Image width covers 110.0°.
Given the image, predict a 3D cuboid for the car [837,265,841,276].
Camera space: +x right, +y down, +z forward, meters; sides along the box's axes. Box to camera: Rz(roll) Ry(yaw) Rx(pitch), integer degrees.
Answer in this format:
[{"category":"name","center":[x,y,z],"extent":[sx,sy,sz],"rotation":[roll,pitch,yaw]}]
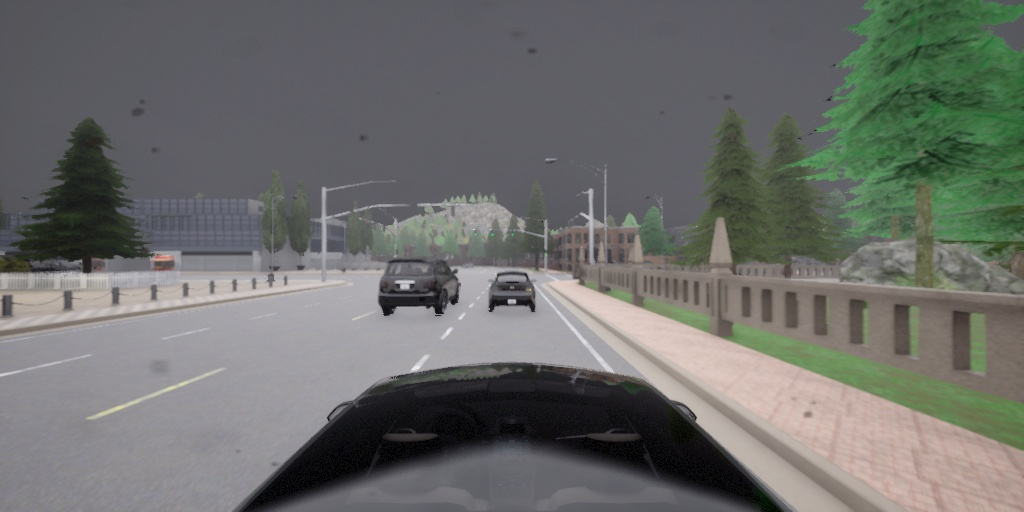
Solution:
[{"category":"car","center":[37.862,1.501,38.778],"extent":[4.553,1.767,2.097],"rotation":[0,-1,0]}]

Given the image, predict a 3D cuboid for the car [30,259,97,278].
[{"category":"car","center":[-48.408,1.365,38.632],"extent":[5.566,2.045,2.150],"rotation":[0,-1,0]}]

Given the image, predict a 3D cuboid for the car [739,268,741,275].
[{"category":"car","center":[31.166,1.825,45.788],"extent":[4.718,1.301,1.895],"rotation":[0,-1,0]}]

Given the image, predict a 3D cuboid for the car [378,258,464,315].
[{"category":"car","center":[-3.494,1.111,14.405],"extent":[2.150,2.045,5.566],"rotation":[0,0,0]}]

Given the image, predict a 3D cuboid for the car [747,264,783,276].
[{"category":"car","center":[30.517,1.712,42.298],"extent":[4.674,1.442,1.812],"rotation":[0,-1,1]}]

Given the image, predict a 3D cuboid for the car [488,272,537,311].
[{"category":"car","center":[0.015,1.403,15.341],"extent":[1.837,1.490,4.892],"rotation":[0,0,0]}]
